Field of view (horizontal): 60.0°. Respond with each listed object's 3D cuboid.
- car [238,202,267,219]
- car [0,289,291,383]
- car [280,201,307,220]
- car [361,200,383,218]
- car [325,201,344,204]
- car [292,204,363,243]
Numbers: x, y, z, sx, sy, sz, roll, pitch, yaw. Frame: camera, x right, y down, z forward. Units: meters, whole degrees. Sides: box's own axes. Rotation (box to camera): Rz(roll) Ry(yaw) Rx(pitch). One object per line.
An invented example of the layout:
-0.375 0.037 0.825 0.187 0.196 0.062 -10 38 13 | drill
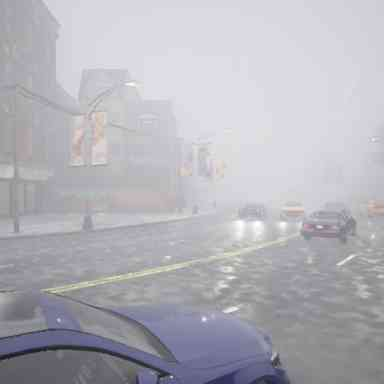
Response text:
5.395 1.580 29.320 1.895 1.301 4.718 0 0 19 | car
-1.258 1.523 2.429 4.674 1.442 1.812 0 0 -37 | car
8.560 1.461 27.846 1.882 1.535 5.008 0 0 20 | car
16.573 1.464 30.065 1.882 1.535 5.008 0 0 14 | car
13.089 1.531 30.507 2.033 1.411 5.357 0 0 15 | car
6.825 1.539 16.355 2.033 1.411 5.357 0 0 33 | car
